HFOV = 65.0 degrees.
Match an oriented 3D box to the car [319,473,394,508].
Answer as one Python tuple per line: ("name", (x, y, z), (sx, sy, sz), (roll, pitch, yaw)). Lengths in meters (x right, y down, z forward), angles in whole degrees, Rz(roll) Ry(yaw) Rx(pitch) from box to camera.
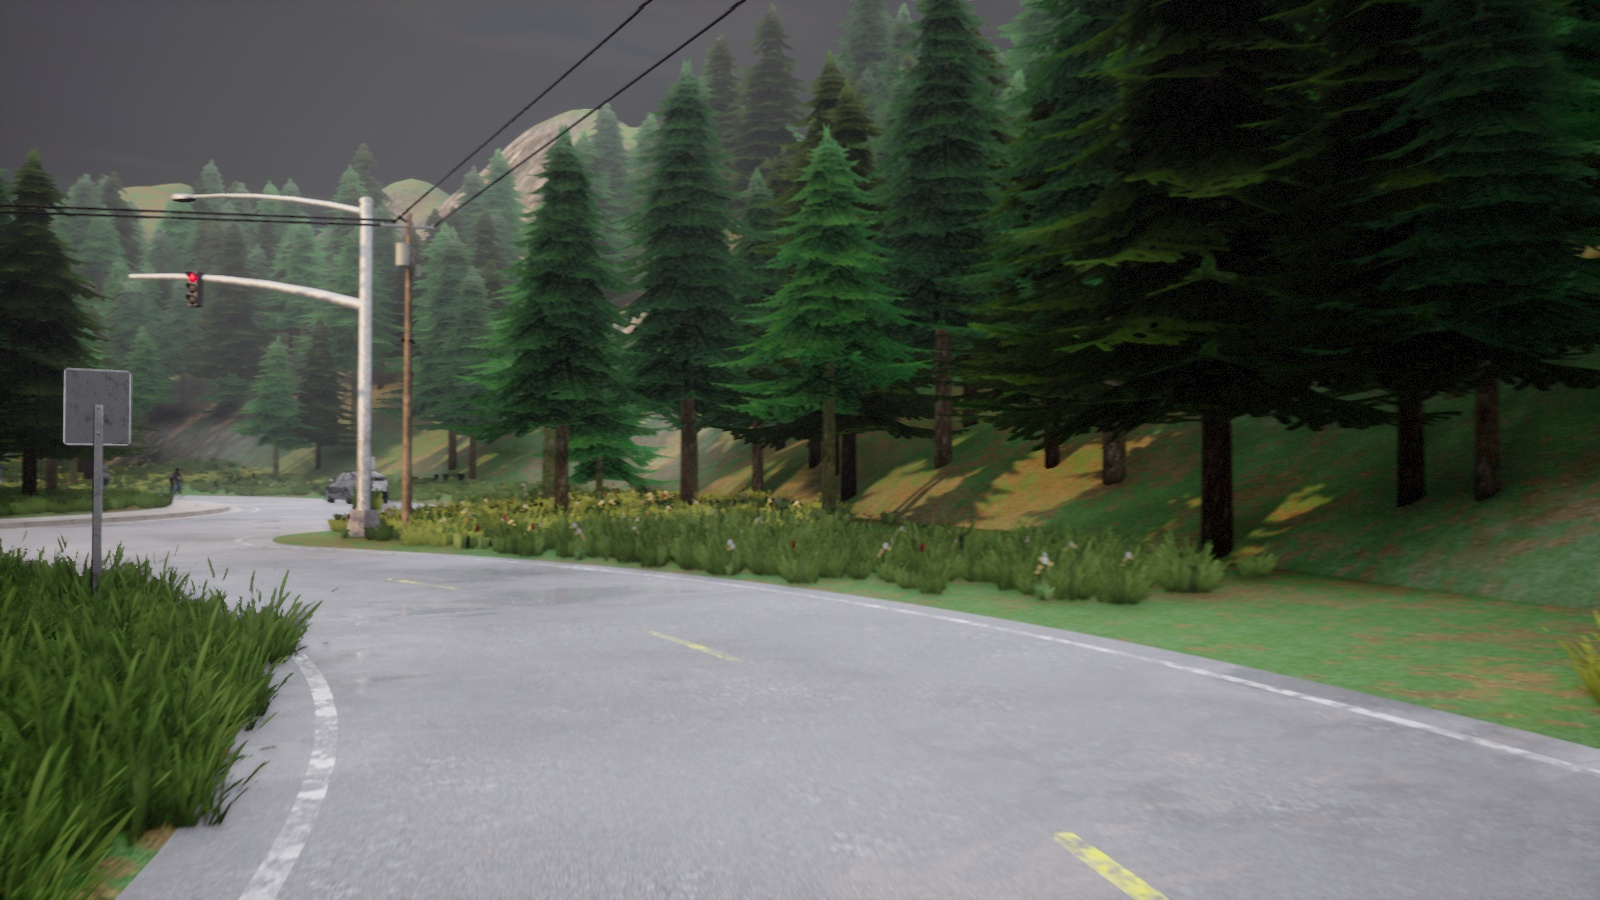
("car", (-20.280, 1.802, 57.311), (2.007, 1.525, 4.514), (0, -1, -36))

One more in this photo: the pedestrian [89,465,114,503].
("pedestrian", (-34.494, 1.670, 61.994), (0.874, 1.855, 0.900), (1, -1, -44))
